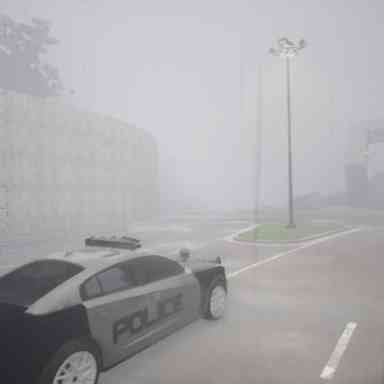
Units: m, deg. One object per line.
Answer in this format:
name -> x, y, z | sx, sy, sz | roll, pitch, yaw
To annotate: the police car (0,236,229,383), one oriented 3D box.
police car -> -1.134, 1.531, 5.318 | 1.930, 1.638, 5.238 | -2, -1, 34
